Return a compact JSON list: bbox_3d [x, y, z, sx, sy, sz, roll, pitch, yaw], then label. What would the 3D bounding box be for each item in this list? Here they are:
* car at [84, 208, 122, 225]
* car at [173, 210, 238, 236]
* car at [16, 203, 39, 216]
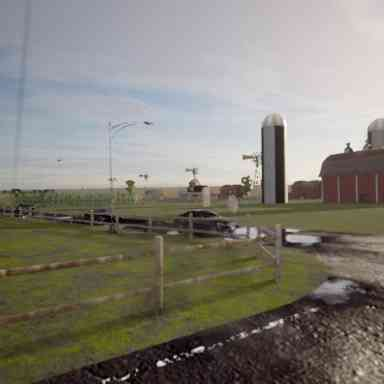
[{"bbox_3d":[-8.105,2.163,30.126,1.994,1.385,4.181,-1,0,-43],"label":"car"},{"bbox_3d":[0.743,1.863,21.054,4.674,1.442,1.812,-1,0,45],"label":"car"},{"bbox_3d":[-23.153,2.421,46.770,2.097,1.767,4.553,-1,0,-41],"label":"car"}]
